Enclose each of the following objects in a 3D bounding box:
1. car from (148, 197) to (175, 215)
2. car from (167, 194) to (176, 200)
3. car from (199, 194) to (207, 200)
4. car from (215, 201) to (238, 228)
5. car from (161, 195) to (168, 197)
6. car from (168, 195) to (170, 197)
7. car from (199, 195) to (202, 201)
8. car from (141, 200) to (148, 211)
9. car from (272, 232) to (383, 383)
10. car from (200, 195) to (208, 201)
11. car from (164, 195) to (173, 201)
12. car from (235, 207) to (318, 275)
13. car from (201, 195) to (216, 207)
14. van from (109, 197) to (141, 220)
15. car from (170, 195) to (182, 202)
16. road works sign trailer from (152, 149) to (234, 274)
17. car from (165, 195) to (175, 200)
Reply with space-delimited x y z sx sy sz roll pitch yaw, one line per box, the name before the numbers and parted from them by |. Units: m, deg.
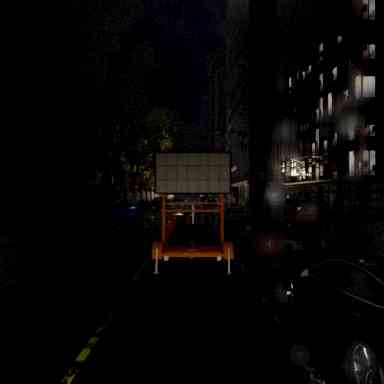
car | -3.050 1.499 34.412 1.812 1.442 4.674 0 0 0
car | -5.552 1.379 90.046 2.008 1.369 4.403 0 0 0
car | 2.828 1.379 90.007 2.008 1.369 4.403 0 0 0
car | 2.726 1.515 22.000 1.752 1.417 4.829 0 0 0
car | -5.603 1.476 55.948 1.887 1.381 4.507 0 0 0
car | -5.586 1.452 67.315 2.008 1.369 4.403 0 0 0
car | 2.795 1.446 67.281 1.887 1.381 4.507 0 0 0
car | -5.629 1.547 38.900 1.802 1.307 4.206 0 0 0
car | 2.700 1.566 4.783 1.947 1.339 4.313 0 0 0
car | 2.812 1.432 78.643 1.947 1.339 4.313 0 0 0
car | -5.569 1.392 78.509 1.752 1.417 4.829 0 0 0
car | 2.709 1.438 10.464 1.967 1.590 4.097 0 0 0
car | 2.769 1.526 50.237 1.802 1.307 4.206 0 0 0
van | -5.645 1.324 27.534 1.690 1.788 3.998 0 0 0
car | -2.906 1.508 65.057 1.895 1.301 4.718 0 0 0
road works sign trailer | 0.031 0.462 10.526 2.380 3.560 2.880 0 0 1
car | -5.560 1.398 84.363 2.008 1.369 4.403 0 0 0
